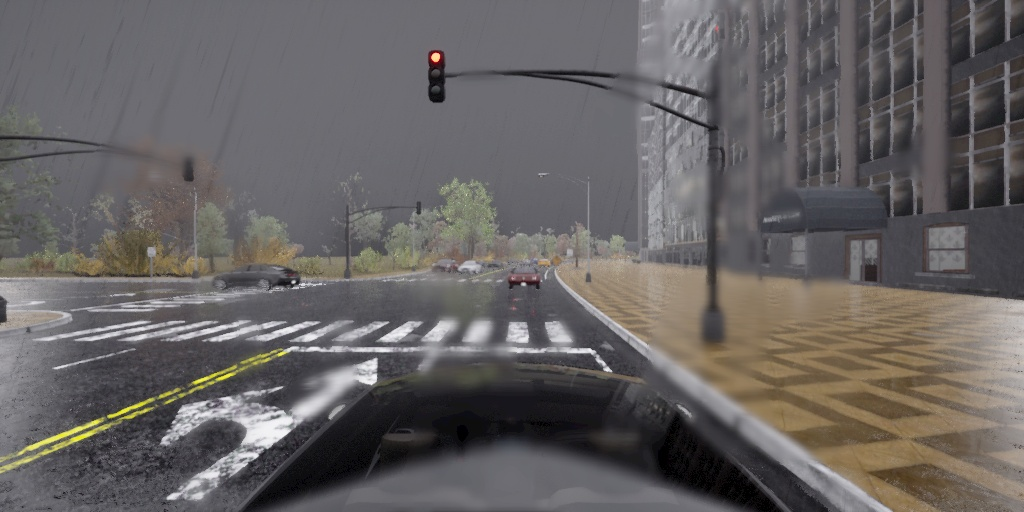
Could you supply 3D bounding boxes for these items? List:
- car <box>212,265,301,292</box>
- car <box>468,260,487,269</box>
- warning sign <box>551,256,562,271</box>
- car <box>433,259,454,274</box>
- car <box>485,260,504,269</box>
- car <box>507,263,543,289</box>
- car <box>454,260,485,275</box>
[{"bbox_3d":[-15.091,1.262,21.216,4.892,1.490,1.837,0,-1,9],"label":"car"},{"bbox_3d":[-5.439,1.330,57.320,1.895,1.301,4.718,0,0,9],"label":"car"},{"bbox_3d":[5.508,0.853,44.176,1.300,1.860,1.060,0,0,7],"label":"warning sign"},{"bbox_3d":[-7.545,1.084,41.374,2.097,1.767,4.553,0,0,7],"label":"car"},{"bbox_3d":[-2.535,1.332,54.849,1.895,1.301,4.718,0,0,9],"label":"car"},{"bbox_3d":[0.843,1.341,23.227,1.895,1.301,4.718,0,0,3],"label":"car"},{"bbox_3d":[-4.530,1.260,39.088,1.812,1.442,4.674,0,0,6],"label":"car"}]
